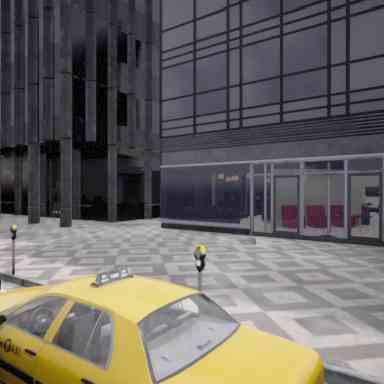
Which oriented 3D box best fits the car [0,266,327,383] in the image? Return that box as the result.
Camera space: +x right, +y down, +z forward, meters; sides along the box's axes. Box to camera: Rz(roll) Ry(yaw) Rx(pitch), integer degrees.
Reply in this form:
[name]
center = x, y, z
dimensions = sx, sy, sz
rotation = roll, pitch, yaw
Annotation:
[car]
center = -1.067, 1.525, 3.724
dimensions = 4.829, 1.417, 1.752
rotation = 0, 0, 36
